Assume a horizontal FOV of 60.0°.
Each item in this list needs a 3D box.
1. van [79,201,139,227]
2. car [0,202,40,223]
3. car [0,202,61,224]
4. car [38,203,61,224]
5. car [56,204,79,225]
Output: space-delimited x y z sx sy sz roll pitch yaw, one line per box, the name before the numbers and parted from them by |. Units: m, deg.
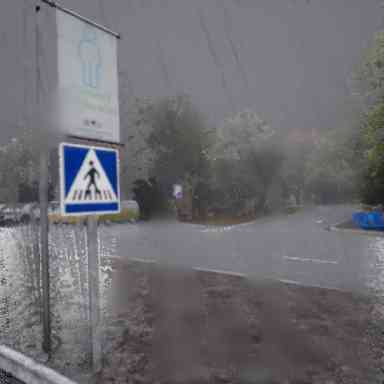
van | -6.371 1.690 26.745 1.878 1.987 4.442 -2 -1 35
car | -19.954 2.233 36.334 2.435 2.045 5.566 -3 -2 35
car | -15.469 2.015 33.224 2.435 2.045 5.566 -3 -2 35
car | -10.659 2.072 30.116 1.946 1.575 5.366 -2 -2 35
car | -8.481 1.992 28.590 1.946 1.575 5.366 -2 -1 35
